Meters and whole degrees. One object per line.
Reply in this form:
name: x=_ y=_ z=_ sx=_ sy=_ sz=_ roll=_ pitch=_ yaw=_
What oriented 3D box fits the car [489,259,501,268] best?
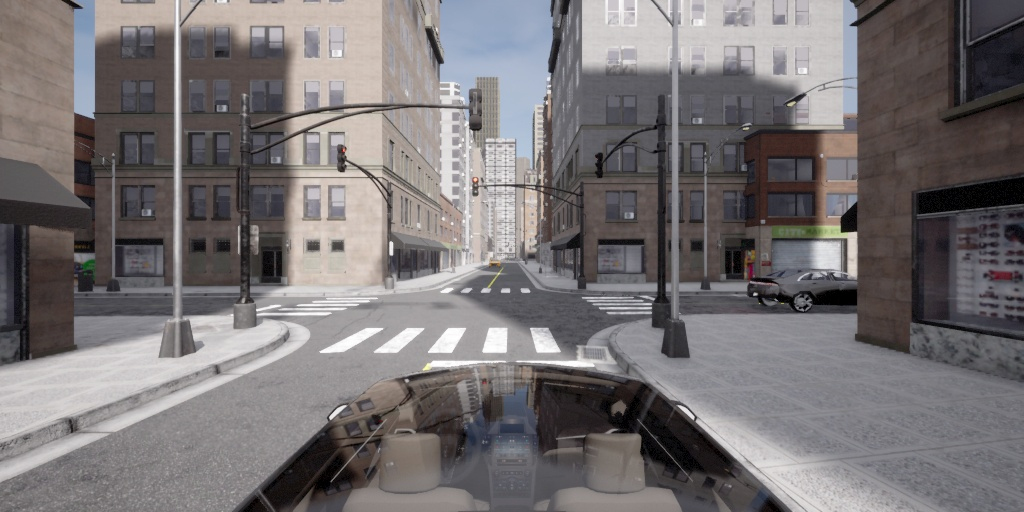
car: x=-2.993 y=1.208 z=62.949 sx=1.882 sy=1.535 sz=5.008 roll=0 pitch=0 yaw=0

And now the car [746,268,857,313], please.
car: x=11.429 y=1.209 z=13.264 sx=4.902 sy=1.511 sz=2.128 roll=0 pitch=0 yaw=0
